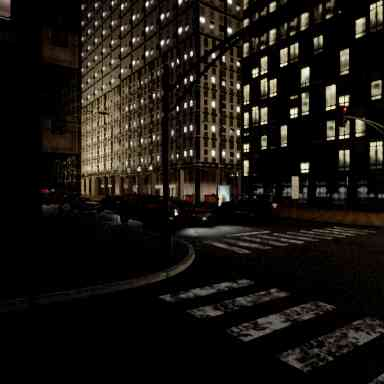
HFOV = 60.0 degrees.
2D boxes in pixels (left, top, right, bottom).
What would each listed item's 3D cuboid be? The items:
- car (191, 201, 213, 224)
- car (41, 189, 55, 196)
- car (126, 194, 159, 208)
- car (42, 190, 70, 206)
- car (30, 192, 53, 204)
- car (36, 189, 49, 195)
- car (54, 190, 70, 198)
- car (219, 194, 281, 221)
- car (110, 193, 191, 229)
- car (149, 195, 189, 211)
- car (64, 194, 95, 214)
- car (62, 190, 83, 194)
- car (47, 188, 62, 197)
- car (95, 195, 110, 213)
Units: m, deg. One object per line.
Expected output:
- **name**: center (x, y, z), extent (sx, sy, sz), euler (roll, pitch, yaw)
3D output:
- **car**: center (-0.655, 1.220, 21.040), extent (1.812, 1.442, 4.674), euler (0, 1, -36)
- **car**: center (-31.802, 0.096, 73.605), extent (1.887, 1.381, 4.507), euler (1, 0, -36)
- **car**: center (-5.657, 0.966, 37.748), extent (1.947, 1.339, 4.313), euler (1, 0, -36)
- **car**: center (-15.657, 0.827, 37.240), extent (2.008, 1.369, 4.403), euler (2, 0, -36)
- **car**: center (-18.925, 0.752, 41.720), extent (1.802, 1.307, 4.206), euler (2, 0, -36)
- **car**: center (-35.071, -0.011, 78.087), extent (1.887, 1.381, 4.507), euler (1, 0, -36)
- **car**: center (-25.266, 0.309, 64.641), extent (1.887, 1.381, 4.507), euler (1, 0, -36)
- **car**: center (4.155, 1.027, 24.301), extent (2.192, 1.841, 5.009), euler (1, 0, -36)
- **car**: center (-2.579, 1.008, 19.315), extent (2.192, 1.841, 5.009), euler (2, 0, -36)
- **car**: center (-2.388, 1.070, 33.266), extent (1.947, 1.339, 4.313), euler (1, 0, -36)
- **car**: center (-9.122, 1.067, 28.278), extent (1.802, 1.307, 4.206), euler (2, 0, -36)
- **car**: center (-13.489, 0.776, 38.662), extent (2.128, 1.511, 4.902), euler (0, 1, -36)
- **car**: center (-28.531, 0.099, 69.122), extent (1.967, 1.590, 4.097), euler (1, 0, -36)
- **car**: center (-6.435, 0.988, 28.966), extent (1.882, 1.535, 5.008), euler (0, 1, -36)
